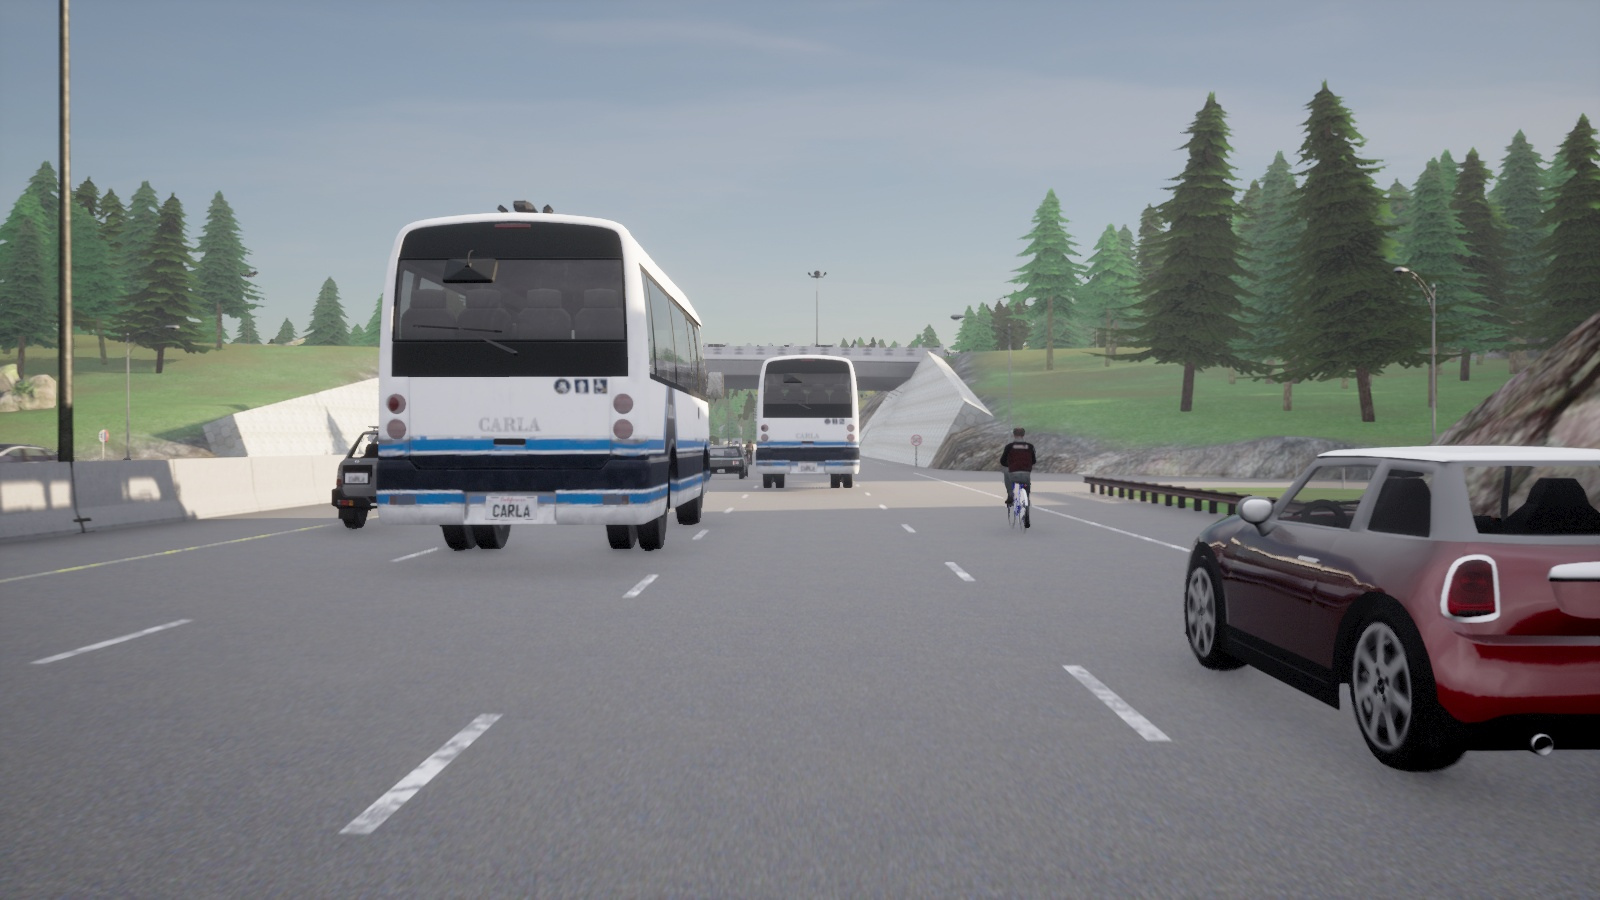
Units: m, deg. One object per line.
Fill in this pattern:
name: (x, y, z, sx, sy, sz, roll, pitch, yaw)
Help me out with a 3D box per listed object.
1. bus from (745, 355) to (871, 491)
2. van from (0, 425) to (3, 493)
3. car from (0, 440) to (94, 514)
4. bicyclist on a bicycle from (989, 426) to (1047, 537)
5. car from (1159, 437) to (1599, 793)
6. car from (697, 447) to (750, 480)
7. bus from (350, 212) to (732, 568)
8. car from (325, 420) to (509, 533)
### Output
bus: (0.269, -0.880, 44.411, 3.944, 4.253, 10.273, 0, 0, 0)
van: (-24.288, 0.282, 34.649, 1.775, 1.987, 4.442, 0, 1, 0)
car: (-17.334, 0.540, 26.475, 2.128, 1.511, 4.902, 0, 0, 0)
bicyclist on a bicycle: (3.635, 0.501, 21.049, 0.659, 1.776, 1.843, 0, 1, 0)
car: (3.555, 0.675, 7.104, 1.970, 1.475, 3.806, 0, 0, 0)
car: (-3.183, 0.545, 53.116, 1.895, 1.301, 4.718, 0, 0, 0)
bus: (-3.369, -0.746, 20.131, 3.944, 4.253, 10.273, 0, 0, 0)
car: (-6.854, 0.428, 23.022, 1.932, 1.855, 4.605, 0, 0, 0)
